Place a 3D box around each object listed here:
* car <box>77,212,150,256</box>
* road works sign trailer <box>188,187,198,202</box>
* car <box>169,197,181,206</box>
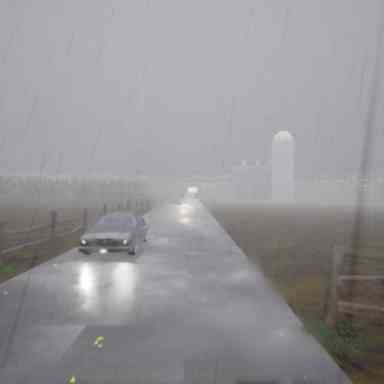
[{"bbox_3d":[-2.849,1.515,13.341,2.033,1.411,5.357,0,0,0],"label":"car"},{"bbox_3d":[0.187,0.558,79.127,2.380,3.560,2.880,0,0,-4],"label":"road works sign trailer"},{"bbox_3d":[-2.802,1.532,55.714,2.033,1.411,5.357,0,0,1],"label":"car"}]
